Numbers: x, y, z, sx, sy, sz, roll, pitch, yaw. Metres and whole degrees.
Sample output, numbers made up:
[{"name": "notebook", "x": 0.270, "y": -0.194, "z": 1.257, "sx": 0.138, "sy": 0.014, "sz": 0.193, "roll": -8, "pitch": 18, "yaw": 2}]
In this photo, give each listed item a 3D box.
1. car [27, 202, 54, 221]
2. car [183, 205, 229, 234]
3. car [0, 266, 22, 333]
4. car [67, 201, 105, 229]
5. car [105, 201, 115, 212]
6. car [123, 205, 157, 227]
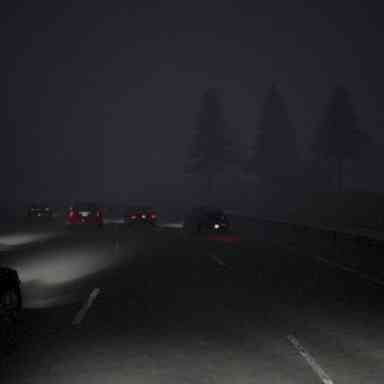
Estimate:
[{"name": "car", "x": -13.096, "y": 1.611, "z": 28.803, "sx": 2.128, "sy": 1.511, "sz": 4.902, "roll": 0, "pitch": 0, "yaw": -22}, {"name": "car", "x": 0.740, "y": 1.571, "z": 20.009, "sx": 1.837, "sy": 1.490, "sz": 4.892, "roll": 0, "pitch": 0, "yaw": -13}, {"name": "car", "x": -3.790, "y": 1.512, "z": 3.898, "sx": 2.128, "sy": 1.511, "sz": 4.902, "roll": 0, "pitch": 0, "yaw": -4}, {"name": "car", "x": -7.232, "y": 1.441, "z": 22.700, "sx": 2.097, "sy": 1.767, "sz": 4.553, "roll": 0, "pitch": 0, "yaw": -16}, {"name": "car", "x": -10.858, "y": 1.755, "z": 40.176, "sx": 1.895, "sy": 1.301, "sz": 4.718, "roll": 0, "pitch": 0, "yaw": -28}, {"name": "car", "x": -3.770, "y": 1.633, "z": 23.590, "sx": 2.033, "sy": 1.411, "sz": 5.357, "roll": 0, "pitch": 0, "yaw": -16}]
